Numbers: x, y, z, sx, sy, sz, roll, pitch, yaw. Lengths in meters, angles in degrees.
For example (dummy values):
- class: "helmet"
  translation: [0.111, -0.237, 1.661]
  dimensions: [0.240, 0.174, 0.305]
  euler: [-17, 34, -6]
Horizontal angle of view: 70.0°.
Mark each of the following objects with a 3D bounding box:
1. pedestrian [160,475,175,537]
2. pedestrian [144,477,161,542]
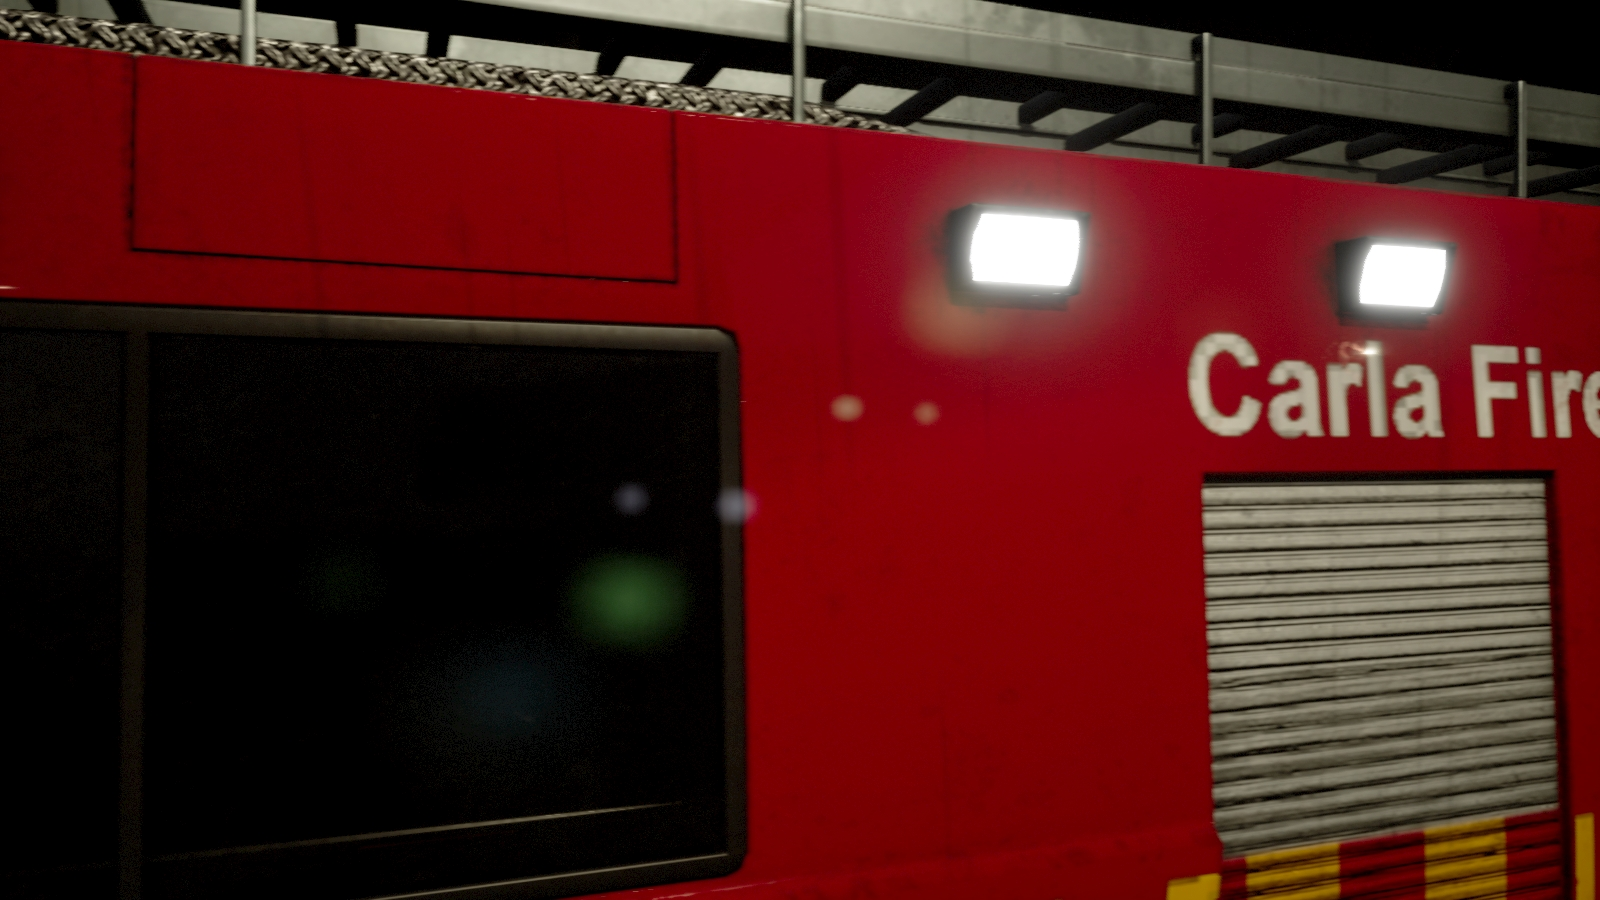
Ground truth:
- class: "pedestrian"
  translation: [-19.196, 1.703, 34.691]
  dimensions: [0.375, 1.860, 0.375]
  euler: [0, 0, -27]
- class: "pedestrian"
  translation: [-18.675, 1.702, 32.972]
  dimensions: [0.375, 1.860, 0.375]
  euler: [0, 0, -21]
